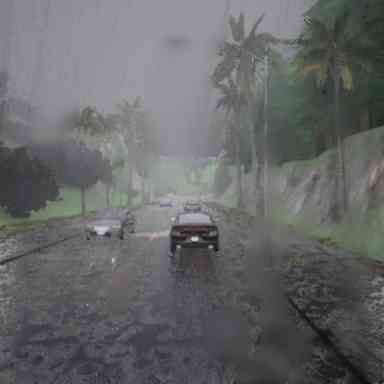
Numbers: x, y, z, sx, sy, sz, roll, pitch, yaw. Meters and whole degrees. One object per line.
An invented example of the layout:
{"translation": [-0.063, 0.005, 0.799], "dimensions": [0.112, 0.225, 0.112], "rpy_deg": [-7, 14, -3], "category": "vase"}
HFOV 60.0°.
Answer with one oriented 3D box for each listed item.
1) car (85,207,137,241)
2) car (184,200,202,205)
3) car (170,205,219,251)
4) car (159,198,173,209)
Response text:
{"translation": [-4.096, 1.584, 17.434], "dimensions": [2.128, 1.511, 4.902], "rpy_deg": [0, 0, 0], "category": "car"}
{"translation": [0.084, 1.693, 37.788], "dimensions": [2.128, 1.511, 4.902], "rpy_deg": [0, 0, 0], "category": "car"}
{"translation": [0.102, 1.555, 14.477], "dimensions": [1.882, 1.535, 5.008], "rpy_deg": [0, 0, 0], "category": "car"}
{"translation": [-4.082, 1.755, 52.198], "dimensions": [1.882, 1.535, 5.008], "rpy_deg": [0, 0, 1], "category": "car"}
